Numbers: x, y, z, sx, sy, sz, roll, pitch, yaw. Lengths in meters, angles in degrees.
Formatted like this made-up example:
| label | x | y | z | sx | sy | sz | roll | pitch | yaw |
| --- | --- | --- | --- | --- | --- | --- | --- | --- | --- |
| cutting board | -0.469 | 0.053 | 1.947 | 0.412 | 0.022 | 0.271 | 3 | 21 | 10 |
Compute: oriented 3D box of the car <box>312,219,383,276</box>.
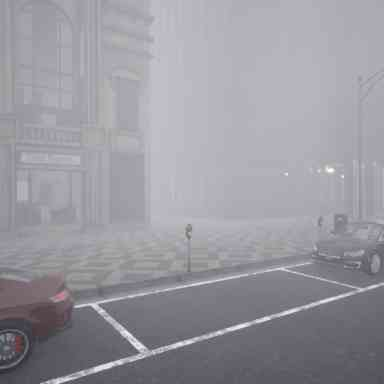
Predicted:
| label | x | y | z | sx | sy | sz | roll | pitch | yaw |
| --- | --- | --- | --- | --- | --- | --- | --- | --- | --- |
| car | 5.522 | 1.550 | 10.230 | 4.403 | 1.369 | 2.008 | 0 | 0 | -34 |

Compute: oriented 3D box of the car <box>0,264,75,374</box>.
| label | x | y | z | sx | sy | sz | roll | pitch | yaw |
| --- | --- | --- | --- | --- | --- | --- | --- | --- | --- |
| car | -3.672 | 1.582 | 4.101 | 4.206 | 1.307 | 1.802 | 0 | 0 | -34 |
